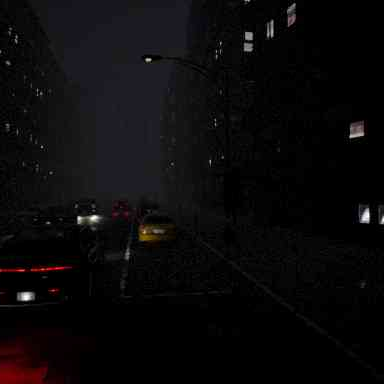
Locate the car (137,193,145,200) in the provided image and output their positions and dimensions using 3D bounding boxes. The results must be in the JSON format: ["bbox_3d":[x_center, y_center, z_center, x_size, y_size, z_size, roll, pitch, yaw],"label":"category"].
[{"bbox_3d":[-14.181,1.312,91.852,2.192,1.841,5.009,1,0,-9],"label":"car"}]

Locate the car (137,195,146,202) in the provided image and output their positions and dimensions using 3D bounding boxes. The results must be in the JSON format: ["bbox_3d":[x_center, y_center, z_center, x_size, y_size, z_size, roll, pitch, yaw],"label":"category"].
[{"bbox_3d":[-11.497,1.444,75.449,1.967,1.590,4.097,1,0,-9],"label":"car"}]

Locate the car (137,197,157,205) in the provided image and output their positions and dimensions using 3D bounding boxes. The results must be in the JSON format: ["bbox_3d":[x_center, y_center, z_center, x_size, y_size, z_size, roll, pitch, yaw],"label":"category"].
[{"bbox_3d":[-3.436,1.448,26.238,1.967,1.590,4.097,1,0,-9],"label":"car"}]

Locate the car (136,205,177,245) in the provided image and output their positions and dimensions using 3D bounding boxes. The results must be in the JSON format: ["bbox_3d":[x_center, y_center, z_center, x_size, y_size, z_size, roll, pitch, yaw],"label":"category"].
[{"bbox_3d":[-1.674,1.530,15.470,1.752,1.417,4.829,1,0,-9],"label":"car"}]

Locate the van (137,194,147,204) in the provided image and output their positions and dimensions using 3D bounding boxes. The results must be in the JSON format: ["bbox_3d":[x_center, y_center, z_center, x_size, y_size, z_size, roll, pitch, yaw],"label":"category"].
[{"bbox_3d":[-9.703,1.348,64.512,1.690,1.788,3.998,1,0,-9],"label":"van"}]

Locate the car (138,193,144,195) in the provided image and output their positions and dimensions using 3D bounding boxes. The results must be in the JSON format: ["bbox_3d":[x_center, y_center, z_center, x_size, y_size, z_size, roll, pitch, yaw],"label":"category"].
[{"bbox_3d":[-8.809,1.448,59.045,1.967,1.590,4.097,1,0,-9],"label":"car"}]

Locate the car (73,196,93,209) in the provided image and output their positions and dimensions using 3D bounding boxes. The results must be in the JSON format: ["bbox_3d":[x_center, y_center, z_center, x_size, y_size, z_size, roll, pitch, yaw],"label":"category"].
[{"bbox_3d":[-15.280,1.463,46.703,1.967,1.590,4.097,1,0,-9],"label":"car"}]

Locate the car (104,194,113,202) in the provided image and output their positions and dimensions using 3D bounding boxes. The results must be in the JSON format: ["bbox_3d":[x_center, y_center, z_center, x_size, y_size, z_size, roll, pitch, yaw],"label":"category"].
[{"bbox_3d":[-20.656,1.567,79.509,2.008,1.369,4.403,1,0,-9],"label":"car"}]

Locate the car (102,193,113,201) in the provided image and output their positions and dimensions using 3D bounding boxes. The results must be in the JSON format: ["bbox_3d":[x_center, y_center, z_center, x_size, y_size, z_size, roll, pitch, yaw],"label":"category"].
[{"bbox_3d":[-21.547,1.329,84.978,2.192,1.841,5.009,1,0,-9],"label":"car"}]

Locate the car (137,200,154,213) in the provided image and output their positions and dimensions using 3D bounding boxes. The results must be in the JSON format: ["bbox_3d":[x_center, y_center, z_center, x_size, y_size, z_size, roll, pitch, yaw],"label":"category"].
[{"bbox_3d":[-5.229,1.592,37.173,1.802,1.307,4.206,1,0,-9],"label":"car"}]

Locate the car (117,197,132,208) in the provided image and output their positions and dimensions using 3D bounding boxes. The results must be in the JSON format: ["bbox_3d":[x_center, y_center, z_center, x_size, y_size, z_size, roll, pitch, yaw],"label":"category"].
[{"bbox_3d":[-10.102,1.561,50.333,2.033,1.411,5.357,0,0,-9],"label":"car"}]

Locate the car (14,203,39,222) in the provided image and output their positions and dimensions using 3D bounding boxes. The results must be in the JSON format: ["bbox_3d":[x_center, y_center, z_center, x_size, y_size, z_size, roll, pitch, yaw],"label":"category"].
[{"bbox_3d":[-11.672,1.547,24.664,1.752,1.417,4.829,1,0,-9],"label":"car"}]

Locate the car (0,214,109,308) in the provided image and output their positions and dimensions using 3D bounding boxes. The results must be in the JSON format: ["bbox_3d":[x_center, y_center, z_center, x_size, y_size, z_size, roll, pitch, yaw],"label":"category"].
[{"bbox_3d":[-3.189,1.509,7.994,1.837,1.490,4.892,0,0,-9],"label":"car"}]

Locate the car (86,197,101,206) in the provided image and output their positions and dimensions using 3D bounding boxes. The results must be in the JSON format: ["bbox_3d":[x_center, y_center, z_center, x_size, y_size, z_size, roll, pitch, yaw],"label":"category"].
[{"bbox_3d":[-17.073,1.566,57.639,1.887,1.381,4.507,1,0,-9],"label":"car"}]

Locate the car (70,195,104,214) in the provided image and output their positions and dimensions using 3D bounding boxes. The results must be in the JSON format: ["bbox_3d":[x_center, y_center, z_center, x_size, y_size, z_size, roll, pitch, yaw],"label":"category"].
[{"bbox_3d":[-10.493,1.372,33.586,2.097,1.767,4.553,0,0,-9],"label":"car"}]

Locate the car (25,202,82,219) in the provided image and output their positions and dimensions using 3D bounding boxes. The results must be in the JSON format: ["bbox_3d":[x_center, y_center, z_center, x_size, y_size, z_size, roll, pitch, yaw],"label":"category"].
[{"bbox_3d":[-8.378,1.580,20.555,1.994,1.385,4.181,0,0,-9],"label":"car"}]

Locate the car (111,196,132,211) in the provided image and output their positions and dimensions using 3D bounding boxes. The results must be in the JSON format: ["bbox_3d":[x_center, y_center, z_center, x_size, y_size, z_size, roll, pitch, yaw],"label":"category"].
[{"bbox_3d":[-8.399,1.540,40.160,1.812,1.442,4.674,0,0,-9],"label":"car"}]
